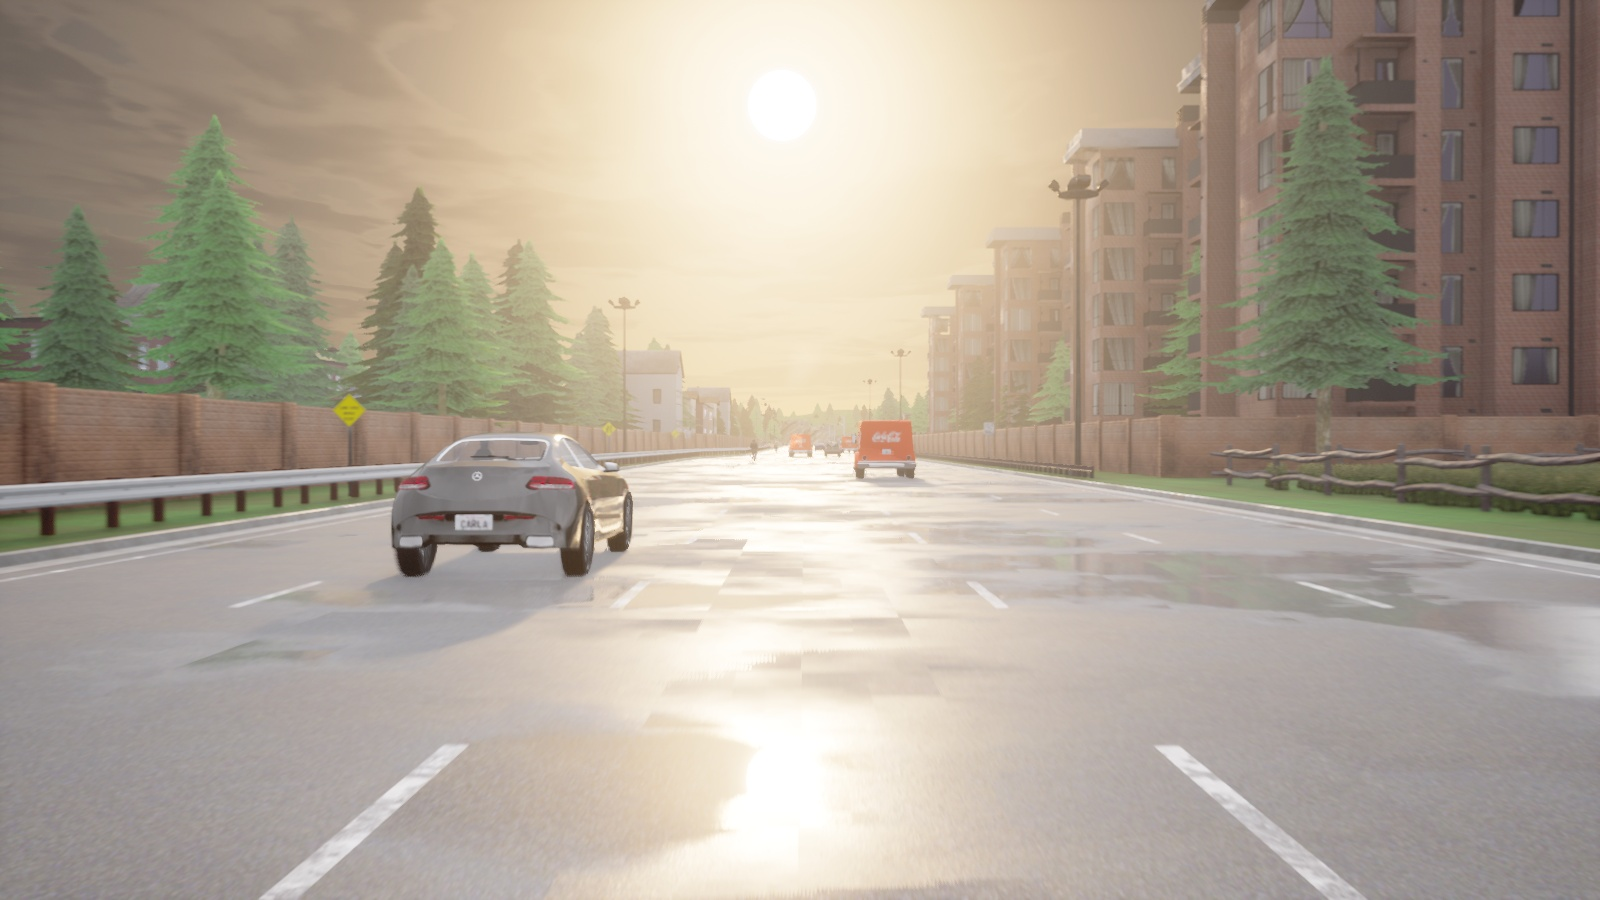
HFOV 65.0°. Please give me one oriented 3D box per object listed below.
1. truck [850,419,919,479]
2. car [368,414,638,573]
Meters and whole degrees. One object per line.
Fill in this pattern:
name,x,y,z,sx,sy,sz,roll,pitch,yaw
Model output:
truck,3.579,-0.046,54.212,2.627,2.467,5.204,0,0,0
car,-3.416,0.434,15.587,2.152,1.651,5.027,0,0,0
